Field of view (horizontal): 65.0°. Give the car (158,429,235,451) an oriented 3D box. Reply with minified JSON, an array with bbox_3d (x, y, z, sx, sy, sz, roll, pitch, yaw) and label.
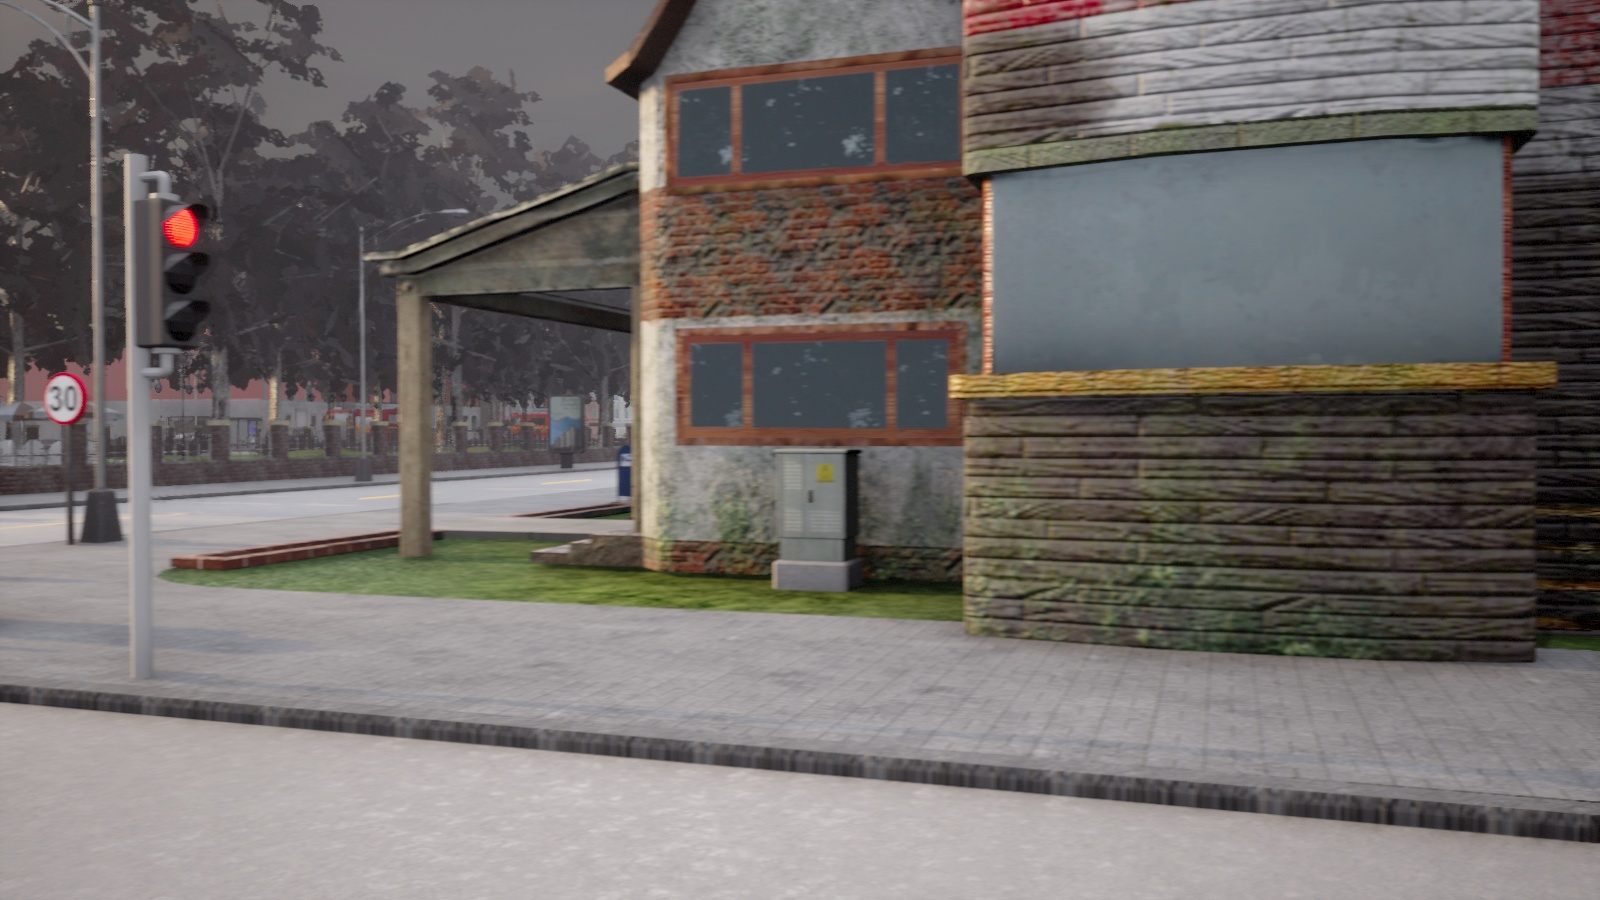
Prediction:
[{"bbox_3d":[-41.193,-0.694,85.889,1.837,1.490,4.892,1,1,19],"label":"car"}]
